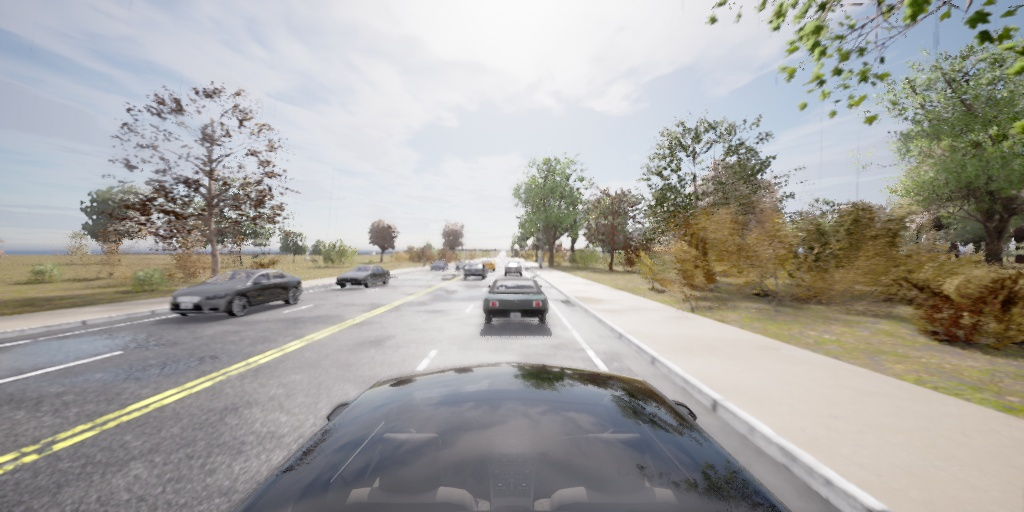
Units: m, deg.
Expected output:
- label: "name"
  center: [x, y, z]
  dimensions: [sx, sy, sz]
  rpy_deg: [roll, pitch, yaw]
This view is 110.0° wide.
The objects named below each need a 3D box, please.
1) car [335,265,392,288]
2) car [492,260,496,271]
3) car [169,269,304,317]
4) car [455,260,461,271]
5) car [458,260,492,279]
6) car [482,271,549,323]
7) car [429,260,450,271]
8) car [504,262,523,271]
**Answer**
- label: "car"
  center: [-9.790, 1.307, 24.166]
  dimensions: [2.033, 1.411, 5.357]
  rpy_deg: [0, 0, 1]
- label: "car"
  center: [-3.169, 1.234, 48.303]
  dimensions: [1.882, 1.535, 5.008]
  rpy_deg: [0, 0, 0]
- label: "car"
  center: [-9.813, 1.247, 13.274]
  dimensions: [2.128, 1.511, 4.902]
  rpy_deg: [0, 0, 0]
- label: "car"
  center: [-6.474, 1.284, 48.392]
  dimensions: [2.128, 1.511, 4.902]
  rpy_deg: [0, 0, 0]
- label: "car"
  center: [-3.229, 1.309, 32.342]
  dimensions: [2.033, 1.411, 5.357]
  rpy_deg: [0, 0, 0]
- label: "car"
  center: [0.105, 1.357, 12.121]
  dimensions: [1.895, 1.301, 4.718]
  rpy_deg: [0, 0, 0]
- label: "car"
  center: [-9.724, 1.323, 48.394]
  dimensions: [1.812, 1.442, 4.674]
  rpy_deg: [0, 0, 0]
- label: "car"
  center: [0.121, 1.309, 37.087]
  dimensions: [2.033, 1.411, 5.357]
  rpy_deg: [0, 0, 0]
